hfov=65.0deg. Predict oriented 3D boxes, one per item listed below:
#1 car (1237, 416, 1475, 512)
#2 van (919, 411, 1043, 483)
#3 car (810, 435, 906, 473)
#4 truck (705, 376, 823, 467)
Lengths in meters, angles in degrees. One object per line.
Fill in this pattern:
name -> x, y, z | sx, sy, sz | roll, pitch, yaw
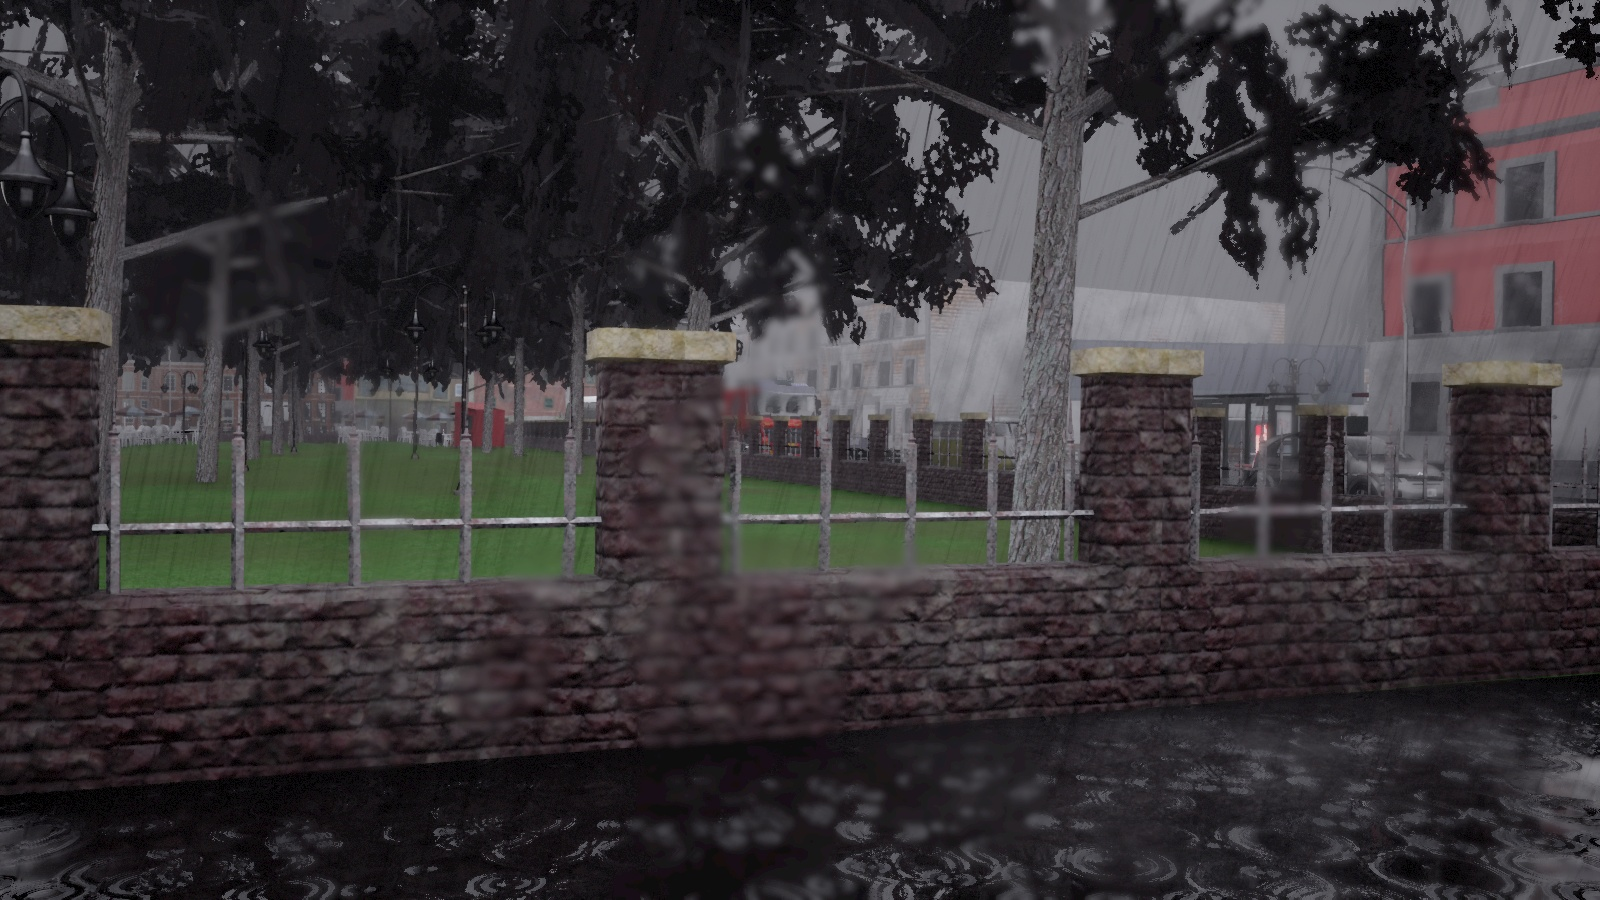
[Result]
car -> 10.278, 0.202, 23.553 | 1.851, 1.617, 3.988 | -1, 1, -19
van -> 5.323, -0.116, 37.445 | 1.775, 1.987, 4.442 | -1, 1, -20
car -> 2.087, 0.118, 46.563 | 1.895, 1.301, 4.718 | -1, 1, -20
truck -> -1.803, -1.282, 57.441 | 2.891, 3.827, 8.468 | -1, 1, -20
